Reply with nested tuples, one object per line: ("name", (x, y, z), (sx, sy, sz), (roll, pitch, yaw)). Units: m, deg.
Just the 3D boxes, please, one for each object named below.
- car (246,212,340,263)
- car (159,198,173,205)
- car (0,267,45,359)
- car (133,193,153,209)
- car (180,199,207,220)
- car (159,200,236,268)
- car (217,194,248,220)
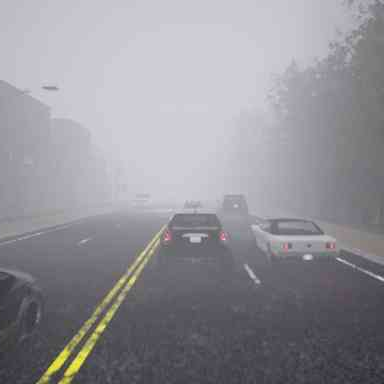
("car", (3.348, 1.582, 11.818), (1.895, 1.301, 4.718), (0, 0, 0))
("car", (-3.351, 1.530, 45.200), (1.895, 1.301, 4.718), (0, 0, 0))
("car", (-3.352, 1.558, 3.647), (1.994, 1.385, 4.181), (0, 0, 0))
("car", (-6.601, 1.148, 45.342), (2.150, 2.045, 5.566), (0, 0, 0))
("car", (0.093, 1.446, 28.901), (2.128, 1.511, 4.902), (0, 0, 0))
("car", (0.097, 1.335, 11.355), (2.097, 1.767, 4.553), (0, 0, 0))
("car", (3.344, 1.177, 28.143), (2.150, 2.045, 5.566), (0, 0, 0))
